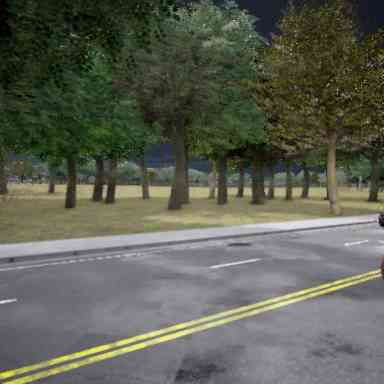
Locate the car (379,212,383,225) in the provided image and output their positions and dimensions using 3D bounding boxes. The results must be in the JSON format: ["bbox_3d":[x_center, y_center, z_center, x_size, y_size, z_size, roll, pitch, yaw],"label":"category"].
[{"bbox_3d":[14.054,1.480,21.592,5.008,1.535,1.882,0,0,-35],"label":"car"}]

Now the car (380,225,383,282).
[{"bbox_3d":[6.264,1.538,7.899,4.674,1.442,1.812,0,0,-35],"label":"car"}]
